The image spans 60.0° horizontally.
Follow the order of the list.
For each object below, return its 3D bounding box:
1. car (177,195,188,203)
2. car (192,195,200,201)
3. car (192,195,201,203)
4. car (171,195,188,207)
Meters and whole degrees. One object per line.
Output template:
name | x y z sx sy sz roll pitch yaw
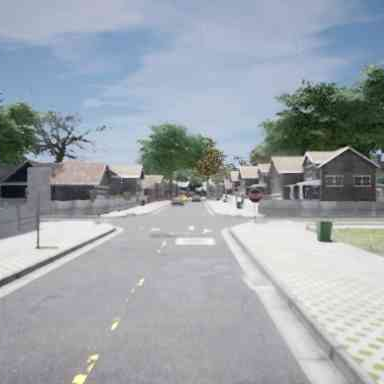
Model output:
car | -1.906 1.389 66.545 1.882 1.535 5.008 0 1 1
car | 1.017 1.392 79.340 1.895 1.301 4.718 0 0 1
car | 0.879 1.449 68.887 2.033 1.411 5.357 0 0 1
car | -2.173 1.481 50.953 2.033 1.411 5.357 0 0 1
